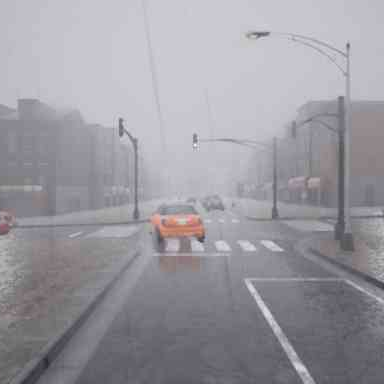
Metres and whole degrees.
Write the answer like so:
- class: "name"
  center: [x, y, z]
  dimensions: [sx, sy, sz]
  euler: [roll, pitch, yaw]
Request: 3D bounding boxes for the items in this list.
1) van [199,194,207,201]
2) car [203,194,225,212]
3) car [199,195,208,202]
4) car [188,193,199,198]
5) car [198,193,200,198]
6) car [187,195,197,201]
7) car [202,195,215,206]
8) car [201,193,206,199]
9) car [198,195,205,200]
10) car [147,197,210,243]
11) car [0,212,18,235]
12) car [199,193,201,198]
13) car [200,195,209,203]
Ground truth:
- class: "van"
  center: [2.615, 1.285, 81.118]
  dimensions: [1.690, 1.788, 3.998]
  euler: [-1, 0, 0]
- class: "car"
  center: [2.624, 1.364, 37.899]
  dimensions: [1.967, 1.590, 4.097]
  euler: [-1, 0, 0]
- class: "car"
  center: [2.618, 1.463, 75.885]
  dimensions: [1.752, 1.417, 4.829]
  euler: [-1, 0, 0]
- class: "car"
  center: [-0.009, 1.429, 62.955]
  dimensions: [1.837, 1.490, 4.892]
  euler: [0, 0, 0]
- class: "car"
  center: [2.620, 1.363, 59.508]
  dimensions: [1.967, 1.590, 4.097]
  euler: [-1, 0, 0]
- class: "car"
  center: [-0.011, 1.319, 73.375]
  dimensions: [1.994, 1.385, 4.181]
  euler: [0, 0, 0]
- class: "car"
  center: [2.621, 1.361, 54.106]
  dimensions: [1.967, 1.590, 4.097]
  euler: [-1, 0, 0]
- class: "car"
  center: [2.622, 1.237, 43.301]
  dimensions: [2.192, 1.841, 5.009]
  euler: [-1, 0, 0]
- class: "car"
  center: [2.616, 1.544, 91.923]
  dimensions: [1.802, 1.307, 4.206]
  euler: [-1, 0, 0]
- class: "car"
  center: [-0.893, 1.312, 16.011]
  dimensions: [2.097, 1.767, 4.553]
  euler: [0, 0, -13]
- class: "car"
  center: [-12.587, 1.512, 18.071]
  dimensions: [5.566, 2.045, 2.150]
  euler: [-2, 1, 1]
- class: "car"
  center: [2.621, 1.236, 48.704]
  dimensions: [2.192, 1.841, 5.009]
  euler: [-1, 0, 0]
- class: "car"
  center: [2.619, 1.456, 70.483]
  dimensions: [1.752, 1.417, 4.829]
  euler: [-1, 0, 0]
